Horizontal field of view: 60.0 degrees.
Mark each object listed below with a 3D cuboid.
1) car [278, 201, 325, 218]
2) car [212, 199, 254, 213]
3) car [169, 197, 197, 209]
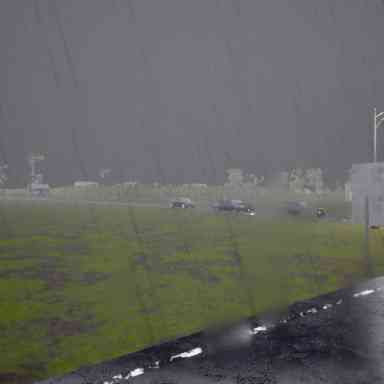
[{"bbox_3d":[9.757,1.551,29.895,1.994,1.385,4.181,0,0,-33],"label":"car"},{"bbox_3d":[4.545,1.531,37.727,2.033,1.411,5.357,0,0,-35],"label":"car"},{"bbox_3d":[-1.336,1.485,45.842,1.837,1.490,4.892,0,0,-37],"label":"car"}]
